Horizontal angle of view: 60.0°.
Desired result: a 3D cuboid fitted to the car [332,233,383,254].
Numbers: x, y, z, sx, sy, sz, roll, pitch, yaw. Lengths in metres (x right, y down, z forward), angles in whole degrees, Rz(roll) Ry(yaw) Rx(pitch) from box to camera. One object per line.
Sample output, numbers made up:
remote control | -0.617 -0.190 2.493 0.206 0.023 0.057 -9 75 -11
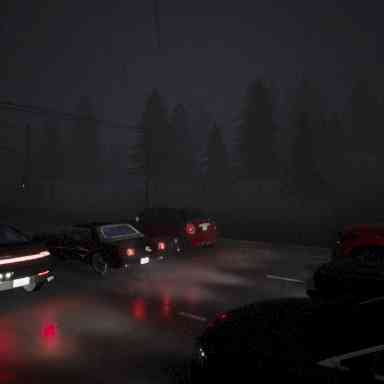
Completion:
car | 4.353 1.601 5.191 4.718 1.301 1.895 0 0 35

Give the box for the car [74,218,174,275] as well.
car | -3.076 1.601 10.474 4.718 1.301 1.895 0 0 37

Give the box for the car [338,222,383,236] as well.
car | 6.413 1.221 8.020 5.566 2.045 2.150 0 0 35

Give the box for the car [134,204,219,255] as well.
car | -1.256 1.352 13.480 4.553 1.767 2.097 0 0 36

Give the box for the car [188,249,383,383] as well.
car | 2.199 1.492 2.408 4.902 1.511 2.128 0 0 36

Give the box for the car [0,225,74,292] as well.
car | -5.205 1.492 7.698 4.902 1.511 2.128 0 0 35
